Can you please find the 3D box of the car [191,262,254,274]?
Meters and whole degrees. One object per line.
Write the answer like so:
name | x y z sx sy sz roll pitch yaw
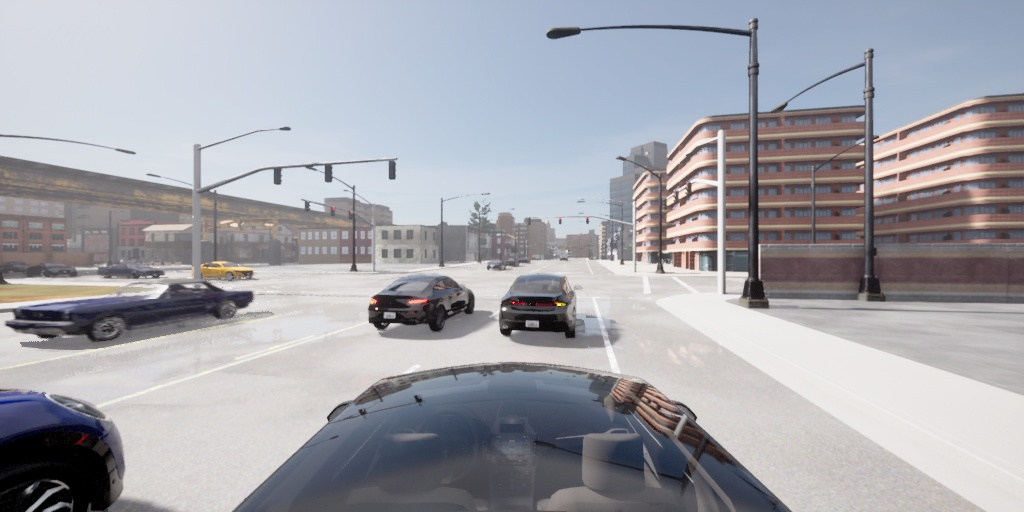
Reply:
car | -24.608 1.238 30.581 5.008 1.535 1.882 0 0 10

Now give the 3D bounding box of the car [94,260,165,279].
car | -34.267 1.308 32.211 5.357 1.411 2.033 0 0 9

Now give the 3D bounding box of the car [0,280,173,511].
car | -4.028 1.102 0.773 2.097 1.767 4.553 0 0 4

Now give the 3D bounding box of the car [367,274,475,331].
car | -2.540 1.279 10.953 1.812 1.442 4.674 0 0 11

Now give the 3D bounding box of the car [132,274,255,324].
car | -10.021 1.354 10.041 1.895 1.301 4.718 0 0 10

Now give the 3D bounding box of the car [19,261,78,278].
car | -43.986 1.325 34.241 4.181 1.385 1.994 0 0 15

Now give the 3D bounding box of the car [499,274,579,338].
car | 0.906 1.258 10.314 1.837 1.490 4.892 0 0 11

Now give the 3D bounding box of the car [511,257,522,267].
car | -0.104 0.964 58.126 1.882 1.535 5.008 0 1 11

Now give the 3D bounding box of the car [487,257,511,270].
car | -2.047 1.123 48.090 2.128 1.511 4.902 0 1 11
